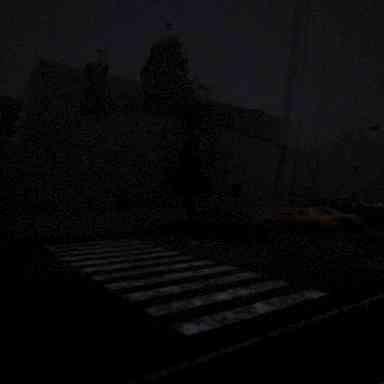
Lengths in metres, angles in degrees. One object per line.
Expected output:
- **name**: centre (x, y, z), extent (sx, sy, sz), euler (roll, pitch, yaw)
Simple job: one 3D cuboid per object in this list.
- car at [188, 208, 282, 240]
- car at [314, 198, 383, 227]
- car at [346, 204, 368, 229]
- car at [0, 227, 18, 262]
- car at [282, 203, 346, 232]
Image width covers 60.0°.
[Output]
- **car**: centre (2.039, 1.641, 17.995), extent (4.792, 1.488, 2.163), euler (-1, -1, 35)
- **car**: centre (11.827, 1.470, 24.969), extent (5.566, 2.045, 2.435), euler (-1, -1, 35)
- **car**: centre (9.350, 1.736, 23.238), extent (4.674, 1.452, 2.002), euler (-1, -1, 34)
- **car**: centre (-7.739, 1.517, 11.031), extent (4.792, 1.488, 2.163), euler (-1, -1, 34)
- **car**: centre (6.750, 1.670, 21.592), extent (5.366, 1.575, 1.946), euler (-1, -1, 35)
